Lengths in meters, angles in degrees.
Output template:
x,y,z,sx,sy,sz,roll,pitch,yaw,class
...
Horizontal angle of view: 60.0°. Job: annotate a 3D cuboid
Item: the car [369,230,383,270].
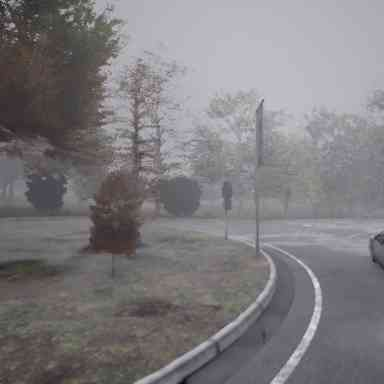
x,y,z,sx,sy,sz,roll,pitch,yaw,class
6.195,1.620,9.203,2.033,1.411,5.357,0,-1,22,car
